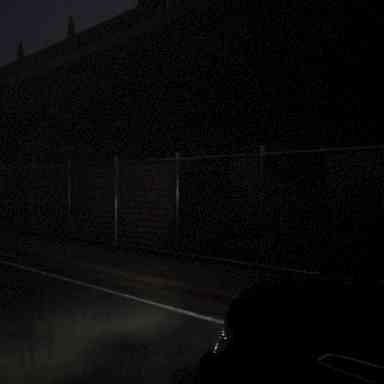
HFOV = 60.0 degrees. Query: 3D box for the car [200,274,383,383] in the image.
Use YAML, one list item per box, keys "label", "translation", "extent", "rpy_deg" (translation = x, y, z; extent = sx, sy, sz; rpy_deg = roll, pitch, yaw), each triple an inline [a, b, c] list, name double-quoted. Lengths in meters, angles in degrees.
- label: "car"
  translation: [2.683, 1.236, 1.888]
  extent: [5.566, 2.045, 2.150]
  rpy_deg: [1, 0, 38]
